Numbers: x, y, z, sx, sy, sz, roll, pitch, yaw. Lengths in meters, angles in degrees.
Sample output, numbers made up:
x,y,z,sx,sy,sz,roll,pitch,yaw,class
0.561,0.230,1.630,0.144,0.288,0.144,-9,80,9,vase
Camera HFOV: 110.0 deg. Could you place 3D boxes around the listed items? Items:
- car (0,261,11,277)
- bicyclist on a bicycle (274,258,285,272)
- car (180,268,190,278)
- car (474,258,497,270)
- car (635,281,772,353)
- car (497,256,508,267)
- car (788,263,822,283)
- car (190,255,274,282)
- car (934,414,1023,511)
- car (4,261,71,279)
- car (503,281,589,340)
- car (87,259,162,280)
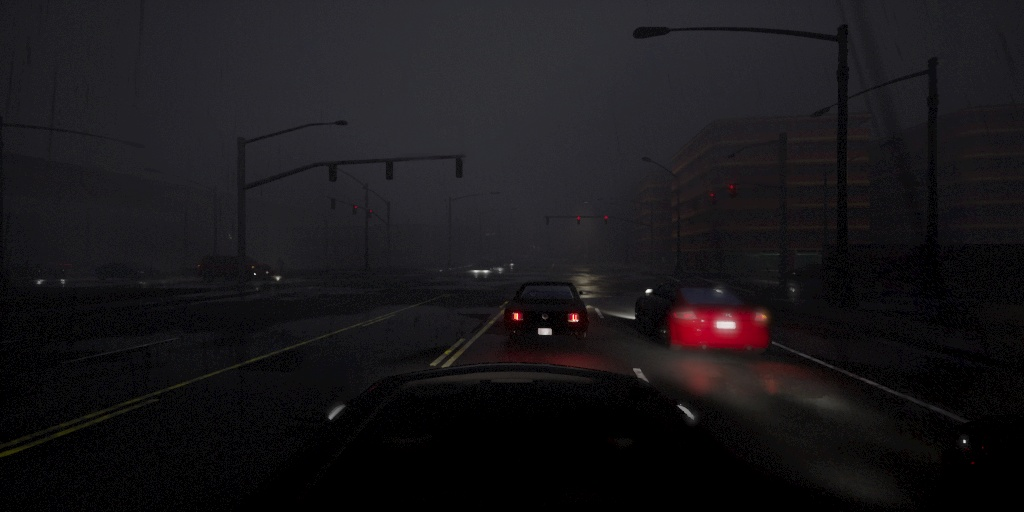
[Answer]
x,y,z,sx,sy,sz,roll,pitch,yaw,class
-51.692,1.276,35.824,4.674,1.442,1.812,0,0,36,car
-26.326,1.053,40.697,0.582,1.620,1.656,0,0,7,bicyclist on a bicycle
-27.825,1.297,33.487,5.357,1.411,2.033,0,0,7,car
-3.767,1.176,48.768,1.994,1.385,4.181,0,1,8,car
4.421,1.314,8.959,1.994,1.385,4.181,0,0,7,car
-2.341,1.057,59.023,1.895,1.301,4.718,0,1,8,car
23.355,1.275,27.513,4.674,1.442,1.812,0,0,6,car
-22.449,0.971,29.178,5.566,2.045,2.150,0,0,7,car
3.640,1.242,0.248,2.128,1.511,4.902,0,0,1,car
-42.358,1.351,31.825,4.718,1.301,1.895,0,0,13,car
1.019,1.351,9.967,1.895,1.301,4.718,0,0,8,car
-32.444,1.227,30.380,5.008,1.535,1.882,0,0,7,car
